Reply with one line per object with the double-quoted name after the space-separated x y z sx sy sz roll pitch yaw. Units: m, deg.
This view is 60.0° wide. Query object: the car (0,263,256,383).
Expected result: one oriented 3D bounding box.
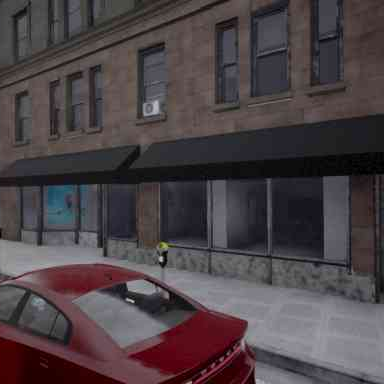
-1.501 1.545 3.919 4.507 1.381 1.887 0 0 35 "car"
